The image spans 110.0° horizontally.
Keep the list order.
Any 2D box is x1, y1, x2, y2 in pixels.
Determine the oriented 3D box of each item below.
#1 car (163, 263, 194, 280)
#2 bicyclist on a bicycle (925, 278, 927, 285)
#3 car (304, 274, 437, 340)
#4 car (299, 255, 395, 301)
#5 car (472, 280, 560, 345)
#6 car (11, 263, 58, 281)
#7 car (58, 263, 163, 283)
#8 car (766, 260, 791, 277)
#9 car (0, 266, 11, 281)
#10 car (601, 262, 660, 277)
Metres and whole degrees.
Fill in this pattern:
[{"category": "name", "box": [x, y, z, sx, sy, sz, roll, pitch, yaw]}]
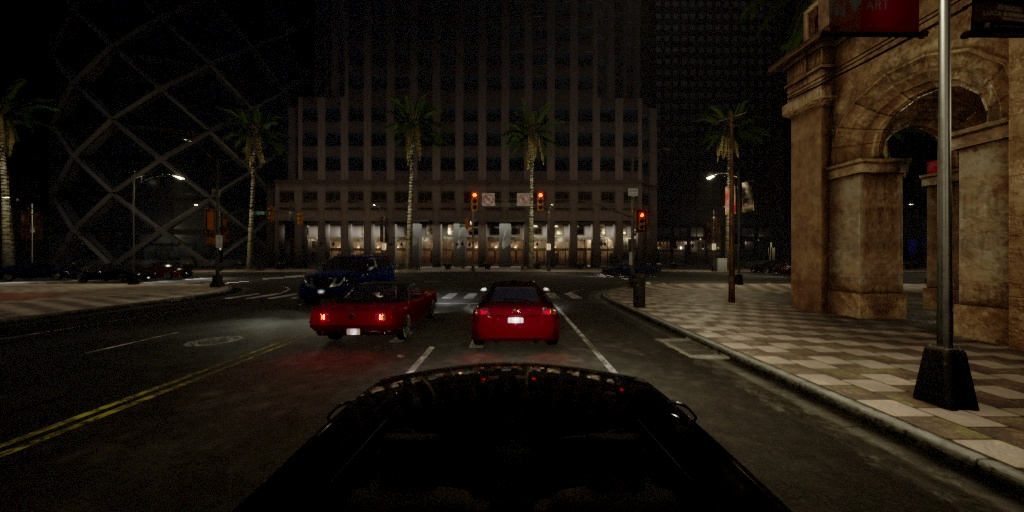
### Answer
[{"category": "car", "box": [-30.426, 1.314, 31.157, 4.181, 1.385, 1.994, 0, 0, -5]}, {"category": "bicyclist on a bicycle", "box": [24.677, 1.051, 20.602, 0.582, 1.620, 1.656, 0, 0, 0]}, {"category": "car", "box": [-3.417, 1.351, 9.976, 1.895, 1.301, 4.718, 0, 0, 0]}, {"category": "car", "box": [-7.056, 0.971, 16.108, 2.150, 2.045, 5.566, 0, 0, 1]}, {"category": "car", "box": [0.082, 1.314, 9.513, 1.994, 1.385, 4.181, 0, 0, 0]}, {"category": "car", "box": [-39.058, 1.276, 29.676, 4.674, 1.442, 1.812, 0, 0, -19]}, {"category": "car", "box": [-30.992, 1.297, 27.824, 5.357, 1.411, 2.033, 0, 0, -3]}, {"category": "car", "box": [28.121, 1.103, 35.076, 4.553, 1.767, 2.097, 0, 0, 0]}, {"category": "car", "box": [-39.965, 1.314, 25.637, 4.181, 1.385, 1.994, 0, 0, -23]}, {"category": "car", "box": [11.567, 1.298, 35.098, 5.357, 1.411, 2.033, 0, 0, -1]}]
